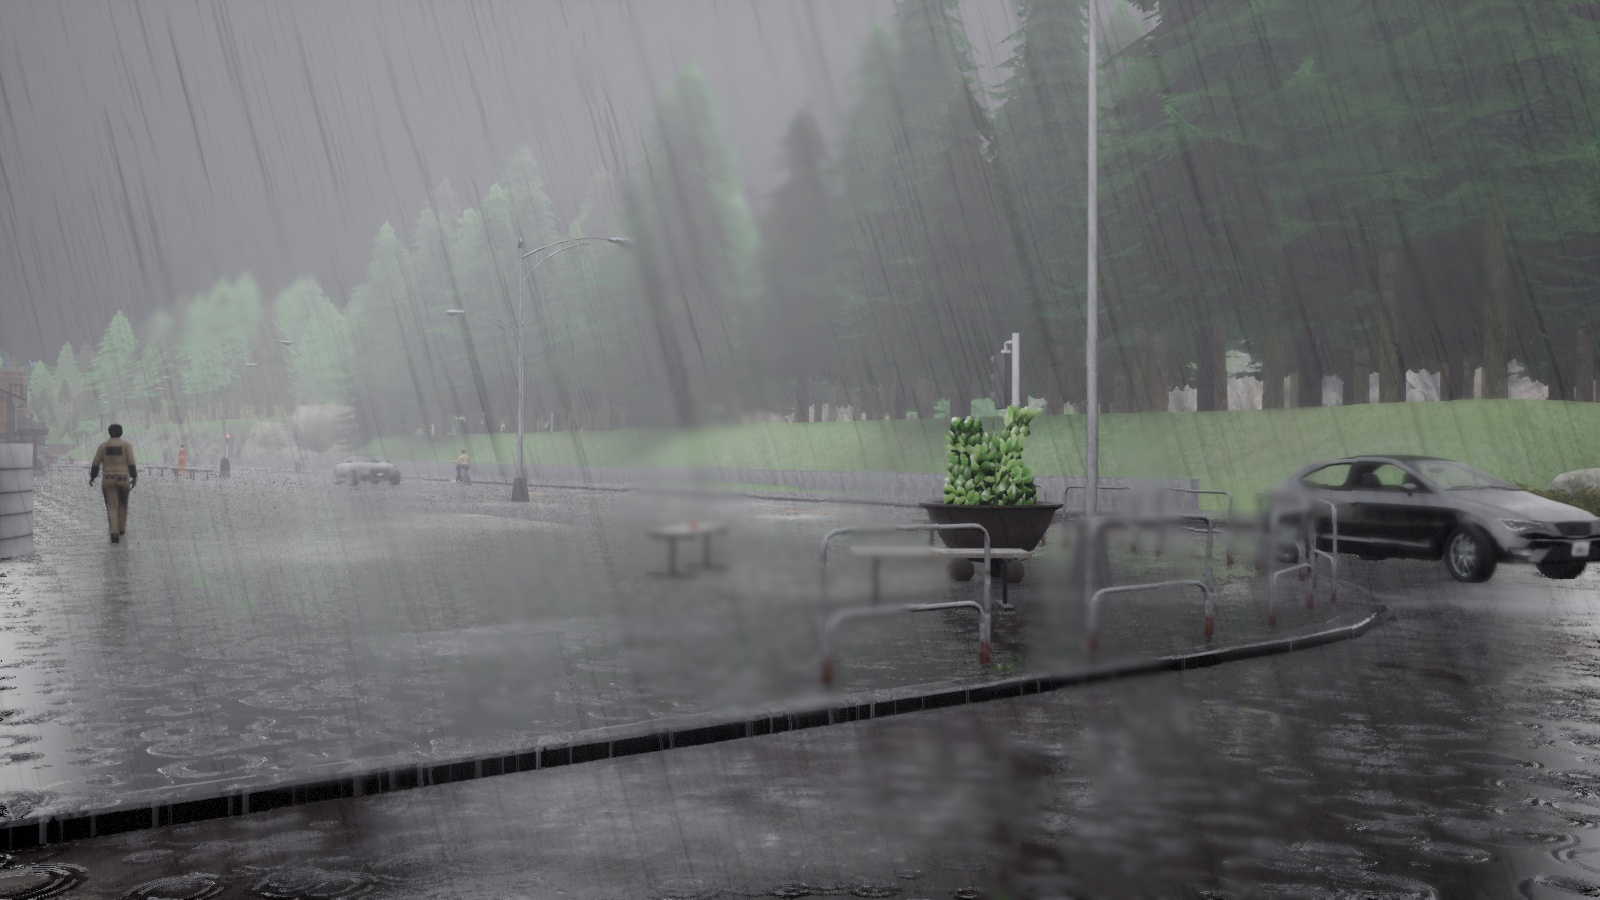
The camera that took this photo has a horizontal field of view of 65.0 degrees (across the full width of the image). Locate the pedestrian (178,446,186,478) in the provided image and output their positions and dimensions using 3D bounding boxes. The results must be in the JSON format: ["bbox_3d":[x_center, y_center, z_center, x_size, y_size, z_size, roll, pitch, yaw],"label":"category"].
[{"bbox_3d":[-35.607,0.707,72.336,0.345,1.836,0.594,0,0,-34],"label":"pedestrian"}]

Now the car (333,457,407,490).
[{"bbox_3d":[-18.914,0.984,55.143,1.994,1.385,4.181,0,0,-35],"label":"car"}]

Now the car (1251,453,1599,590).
[{"bbox_3d":[7.913,0.780,15.851,1.816,1.474,4.193,0,0,-23],"label":"car"}]

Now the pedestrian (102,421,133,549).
[{"bbox_3d":[-10.498,0.524,19.320,0.396,1.930,0.692,0,0,-26],"label":"pedestrian"}]
